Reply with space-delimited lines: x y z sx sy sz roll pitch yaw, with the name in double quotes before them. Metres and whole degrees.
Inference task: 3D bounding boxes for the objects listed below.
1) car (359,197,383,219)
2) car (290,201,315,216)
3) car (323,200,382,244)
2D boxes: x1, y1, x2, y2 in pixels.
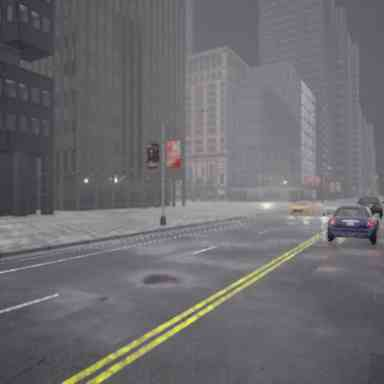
"car" 17.219 1.475 32.174 2.150 2.045 5.566 0 -1 30
"car" 12.375 1.780 37.154 1.882 1.535 5.008 0 -1 30
"car" 8.345 1.489 17.070 2.097 1.767 4.553 0 0 30
